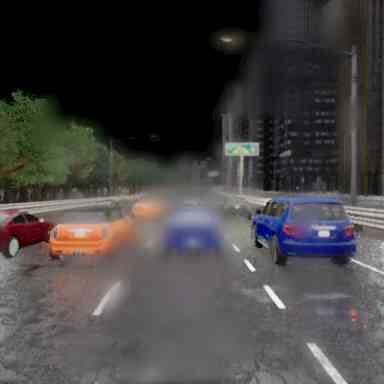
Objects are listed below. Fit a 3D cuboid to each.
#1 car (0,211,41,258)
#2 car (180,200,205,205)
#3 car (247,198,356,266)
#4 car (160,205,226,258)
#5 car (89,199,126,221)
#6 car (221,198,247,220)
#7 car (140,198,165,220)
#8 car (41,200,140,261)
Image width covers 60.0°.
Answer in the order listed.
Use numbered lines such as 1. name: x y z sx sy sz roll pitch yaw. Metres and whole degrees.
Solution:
1. car: -6.942 1.449 12.662 1.882 1.535 5.008 0 -1 0
2. car: 0.039 1.421 27.828 2.128 1.511 4.902 0 0 0
3. car: 3.556 1.195 11.610 2.150 2.045 5.566 0 0 0
4. car: 0.060 1.448 12.685 1.882 1.535 5.008 0 -1 1
5. car: -6.960 1.436 27.887 1.837 1.490 4.892 0 1 0
6. car: 3.537 1.281 27.506 2.097 1.767 4.553 0 0 0
7. car: -3.463 1.282 27.487 2.097 1.767 4.553 0 0 0
8. car: -3.444 1.323 12.379 2.097 1.767 4.553 0 0 0
